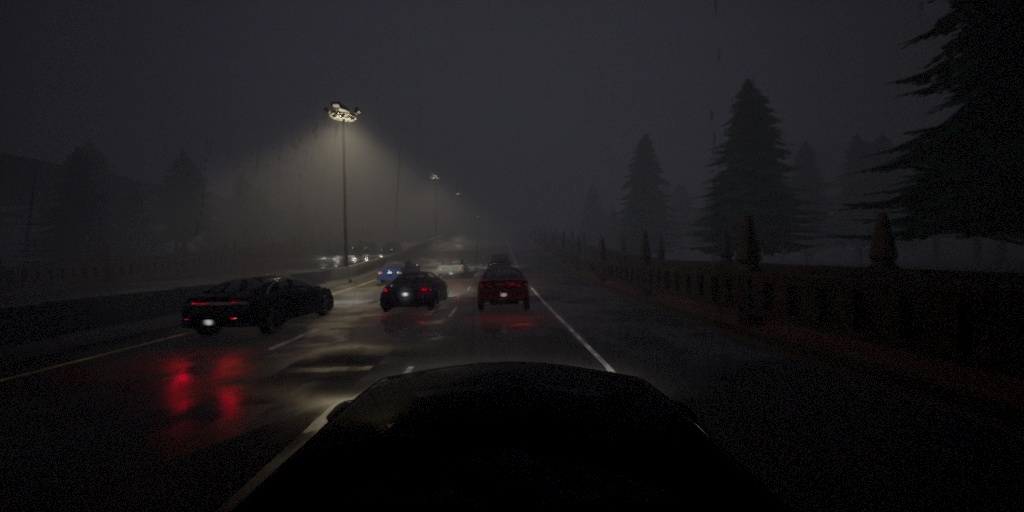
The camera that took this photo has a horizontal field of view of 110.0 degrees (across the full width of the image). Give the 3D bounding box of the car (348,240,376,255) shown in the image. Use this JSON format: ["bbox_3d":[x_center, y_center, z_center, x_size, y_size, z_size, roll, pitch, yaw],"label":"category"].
[{"bbox_3d":[-19.467,-1.242,47.375,2.097,1.767,4.553,-1,7,-2],"label":"car"}]

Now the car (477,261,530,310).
[{"bbox_3d":[-0.360,1.156,14.551,1.882,1.535,5.008,-1,0,-2],"label":"car"}]

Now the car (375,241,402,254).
[{"bbox_3d":[-15.968,-1.150,47.464,1.837,1.490,4.892,-1,7,-2],"label":"car"}]

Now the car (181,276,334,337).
[{"bbox_3d":[-7.233,1.340,10.871,2.128,1.511,4.902,-1,0,-2],"label":"car"}]

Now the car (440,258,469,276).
[{"bbox_3d":[-4.439,0.795,27.769,1.895,1.301,4.718,-1,4,-2],"label":"car"}]

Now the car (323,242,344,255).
[{"bbox_3d":[-22.959,-1.044,47.196,1.882,1.535,5.008,-1,7,-2],"label":"car"}]

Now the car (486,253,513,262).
[{"bbox_3d":[-1.001,0.531,29.385,1.837,1.490,4.892,-1,5,-2],"label":"car"}]

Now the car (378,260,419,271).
[{"bbox_3d":[-7.855,0.957,25.267,2.033,1.411,5.357,-1,3,-2],"label":"car"}]

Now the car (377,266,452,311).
[{"bbox_3d":[-3.865,1.306,14.725,1.994,1.385,4.181,-1,1,-2],"label":"car"}]
